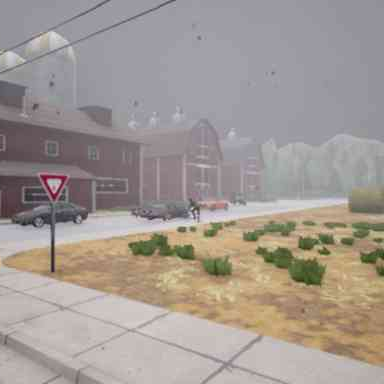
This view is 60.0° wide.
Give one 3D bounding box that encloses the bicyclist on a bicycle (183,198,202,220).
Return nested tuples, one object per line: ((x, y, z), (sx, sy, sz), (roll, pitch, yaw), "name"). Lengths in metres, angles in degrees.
((0.038, 1.255, 22.228), (1.656, 1.620, 0.582), (0, 0, 35), "bicyclist on a bicycle")

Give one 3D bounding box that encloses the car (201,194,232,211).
((2.411, 1.296, 38.791), (2.097, 1.767, 4.553), (0, 0, 35), "car")

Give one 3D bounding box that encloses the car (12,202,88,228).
((-9.229, 1.450, 21.993), (1.837, 1.490, 4.892), (0, 0, 35), "car")

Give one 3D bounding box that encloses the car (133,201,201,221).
((-1.805, 1.497, 26.202), (2.033, 1.411, 5.357), (0, 0, 35), "car")

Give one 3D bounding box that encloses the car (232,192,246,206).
((7.260, 1.082, 53.004), (1.905, 1.878, 3.866), (6, 1, -8), "car")

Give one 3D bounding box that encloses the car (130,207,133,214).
((-3.446, 1.545, 30.346), (1.895, 1.301, 4.718), (0, 0, 35), "car")
